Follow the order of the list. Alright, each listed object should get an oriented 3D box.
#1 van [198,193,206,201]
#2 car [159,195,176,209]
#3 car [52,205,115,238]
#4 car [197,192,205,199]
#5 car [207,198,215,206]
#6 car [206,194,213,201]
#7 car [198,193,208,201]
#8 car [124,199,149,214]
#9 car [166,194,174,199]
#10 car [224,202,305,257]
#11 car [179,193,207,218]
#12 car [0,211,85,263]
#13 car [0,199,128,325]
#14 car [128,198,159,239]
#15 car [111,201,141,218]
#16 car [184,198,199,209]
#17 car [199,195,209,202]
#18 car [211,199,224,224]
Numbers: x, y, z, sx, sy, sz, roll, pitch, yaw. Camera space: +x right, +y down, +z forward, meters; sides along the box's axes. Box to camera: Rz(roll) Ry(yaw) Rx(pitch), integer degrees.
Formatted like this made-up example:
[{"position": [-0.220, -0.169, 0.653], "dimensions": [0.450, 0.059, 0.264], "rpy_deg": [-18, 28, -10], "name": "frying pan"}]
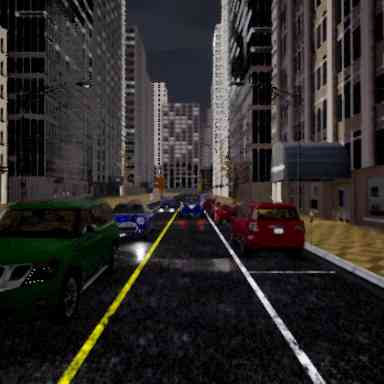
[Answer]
[{"position": [2.453, 1.106, 80.344], "dimensions": [1.690, 1.788, 3.998], "rpy_deg": [0, 0, 0], "name": "van"}, {"position": [-3.133, 1.431, 43.985], "dimensions": [2.033, 1.411, 5.357], "rpy_deg": [0, 0, 0], "name": "car"}, {"position": [-5.734, 1.512, 18.221], "dimensions": [2.008, 1.369, 4.403], "rpy_deg": [0, 0, 0], "name": "car"}, {"position": [2.418, 1.043, 91.626], "dimensions": [2.192, 1.841, 5.009], "rpy_deg": [0, 0, 0], "name": "car"}, {"position": [2.610, 1.500, 29.571], "dimensions": [1.802, 1.307, 4.206], "rpy_deg": [0, 0, 0], "name": "car"}, {"position": [2.557, 1.413, 46.496], "dimensions": [1.887, 1.381, 4.507], "rpy_deg": [0, 0, 0], "name": "car"}, {"position": [2.470, 1.098, 74.702], "dimensions": [2.192, 1.841, 5.009], "rpy_deg": [0, 0, 0], "name": "car"}, {"position": [-5.787, 1.459, 35.149], "dimensions": [1.887, 1.381, 4.507], "rpy_deg": [0, 0, 0], "name": "car"}, {"position": [-5.965, 1.291, 91.577], "dimensions": [2.008, 1.369, 4.403], "rpy_deg": [0, 0, 0], "name": "car"}, {"position": [2.665, 1.279, 12.647], "dimensions": [2.192, 1.841, 5.009], "rpy_deg": [0, 0, 0], "name": "car"}, {"position": [-0.020, 1.273, 29.750], "dimensions": [2.097, 1.767, 4.553], "rpy_deg": [0, 0, 0], "name": "car"}, {"position": [-5.716, 1.542, 12.579], "dimensions": [1.947, 1.339, 4.313], "rpy_deg": [0, 0, 0], "name": "car"}, {"position": [-3.117, 1.207, 7.423], "dimensions": [2.150, 2.045, 5.566], "rpy_deg": [0, 0, 0], "name": "car"}, {"position": [-3.136, 1.313, 17.089], "dimensions": [2.097, 1.767, 4.553], "rpy_deg": [0, 0, 0], "name": "car"}, {"position": [-5.770, 1.512, 29.506], "dimensions": [1.802, 1.307, 4.206], "rpy_deg": [0, 0, 0], "name": "car"}, {"position": [-0.068, 1.477, 45.169], "dimensions": [1.895, 1.301, 4.718], "rpy_deg": [0, 0, 0], "name": "car"}, {"position": [2.486, 1.352, 69.061], "dimensions": [2.008, 1.369, 4.403], "rpy_deg": [0, 0, 0], "name": "car"}, {"position": [2.629, 1.478, 23.930], "dimensions": [1.887, 1.381, 4.507], "rpy_deg": [0, 0, 0], "name": "car"}]
